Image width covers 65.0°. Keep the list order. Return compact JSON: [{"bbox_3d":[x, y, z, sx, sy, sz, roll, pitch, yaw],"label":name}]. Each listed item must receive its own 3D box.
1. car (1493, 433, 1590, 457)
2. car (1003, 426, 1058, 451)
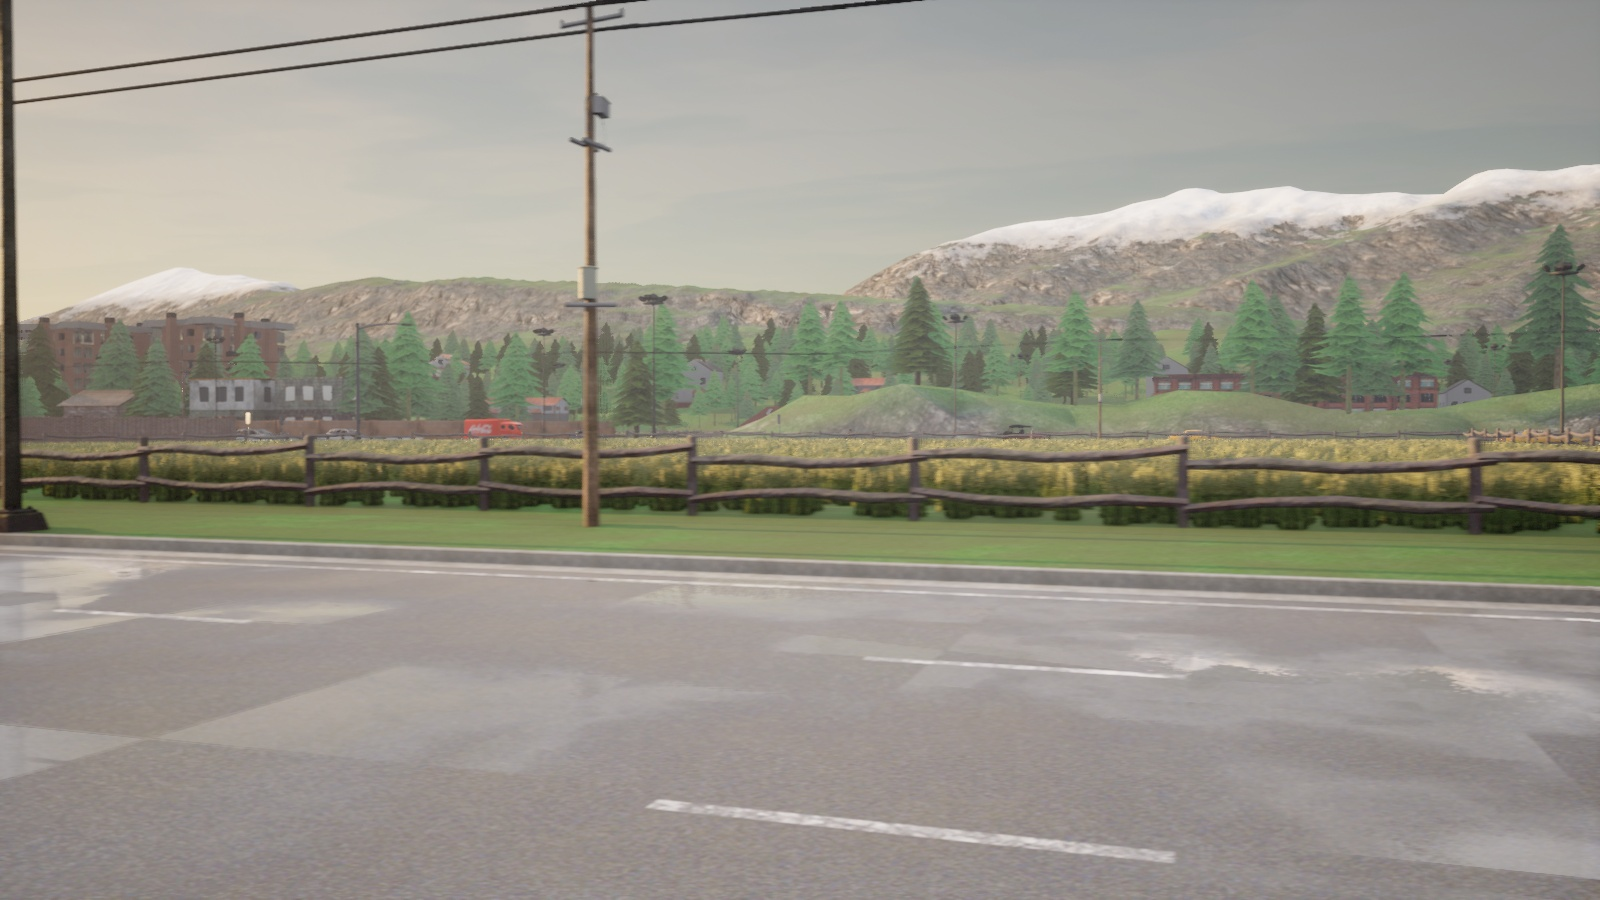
[{"bbox_3d":[49.950,-0.343,84.726,5.366,1.575,1.801,1,1,18],"label":"car"},{"bbox_3d":[17.512,-0.885,95.474,3.866,1.878,1.905,1,1,18],"label":"car"}]
